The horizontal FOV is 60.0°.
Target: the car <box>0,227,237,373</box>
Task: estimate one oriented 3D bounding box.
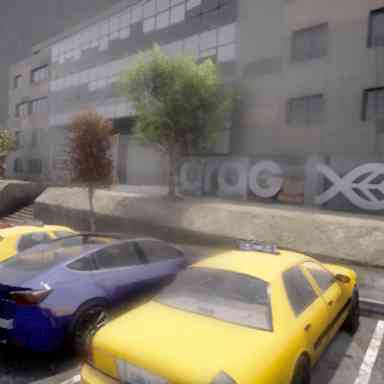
[{"bbox_3d":[-1.298,1.494,6.238,2.163,1.488,4.792,0,0,35],"label":"car"}]

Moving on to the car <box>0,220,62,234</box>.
[{"bbox_3d":[-3.482,1.453,7.985,1.946,1.575,5.366,0,0,35],"label":"car"}]
